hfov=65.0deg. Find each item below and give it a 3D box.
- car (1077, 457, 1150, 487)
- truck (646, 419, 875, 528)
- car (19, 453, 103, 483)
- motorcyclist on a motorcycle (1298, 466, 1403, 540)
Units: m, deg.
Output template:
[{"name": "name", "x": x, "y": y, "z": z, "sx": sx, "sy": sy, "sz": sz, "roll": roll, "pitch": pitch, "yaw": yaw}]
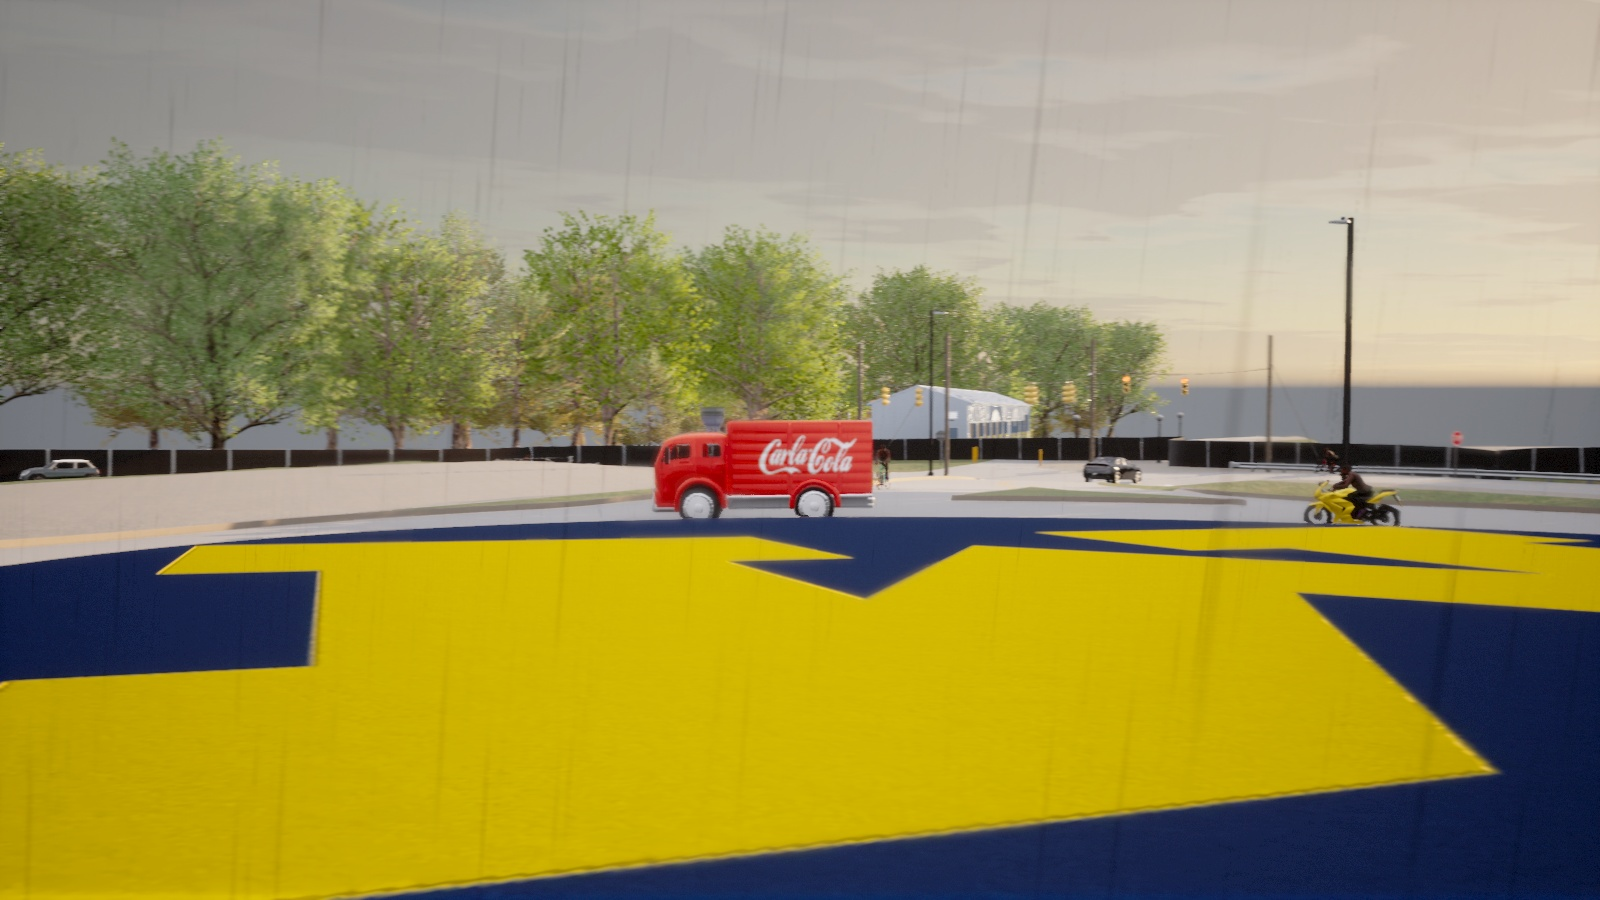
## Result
[{"name": "car", "x": 17.533, "y": 1.235, "z": 70.029, "sx": 2.128, "sy": 1.511, "sz": 4.902, "roll": 2, "pitch": 1, "yaw": 37}, {"name": "truck", "x": -0.891, "y": 0.534, "z": 29.981, "sx": 5.204, "sy": 2.467, "sz": 2.627, "roll": 0, "pitch": 1, "yaw": 0}, {"name": "car", "x": -40.345, "y": 0.952, "z": 68.593, "sx": 3.806, "sy": 1.475, "sz": 1.970, "roll": 0, "pitch": 3, "yaw": -35}, {"name": "motorcyclist on a motorcycle", "x": 12.295, "y": 1.158, "z": 28.049, "sx": 2.044, "sy": 1.523, "sz": 0.797, "roll": 1, "pitch": 1, "yaw": 31}]
